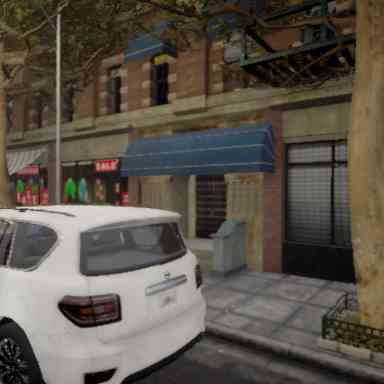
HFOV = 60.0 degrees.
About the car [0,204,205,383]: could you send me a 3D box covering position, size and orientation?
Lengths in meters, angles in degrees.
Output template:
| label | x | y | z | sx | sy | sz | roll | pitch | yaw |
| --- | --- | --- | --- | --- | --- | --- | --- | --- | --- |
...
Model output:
| label | x | y | z | sx | sy | sz | roll | pitch | yaw |
| --- | --- | --- | --- | --- | --- | --- | --- | --- | --- |
| car | -2.437 | 1.208 | 5.061 | 5.566 | 2.045 | 2.435 | 0 | 0 | 35 |
